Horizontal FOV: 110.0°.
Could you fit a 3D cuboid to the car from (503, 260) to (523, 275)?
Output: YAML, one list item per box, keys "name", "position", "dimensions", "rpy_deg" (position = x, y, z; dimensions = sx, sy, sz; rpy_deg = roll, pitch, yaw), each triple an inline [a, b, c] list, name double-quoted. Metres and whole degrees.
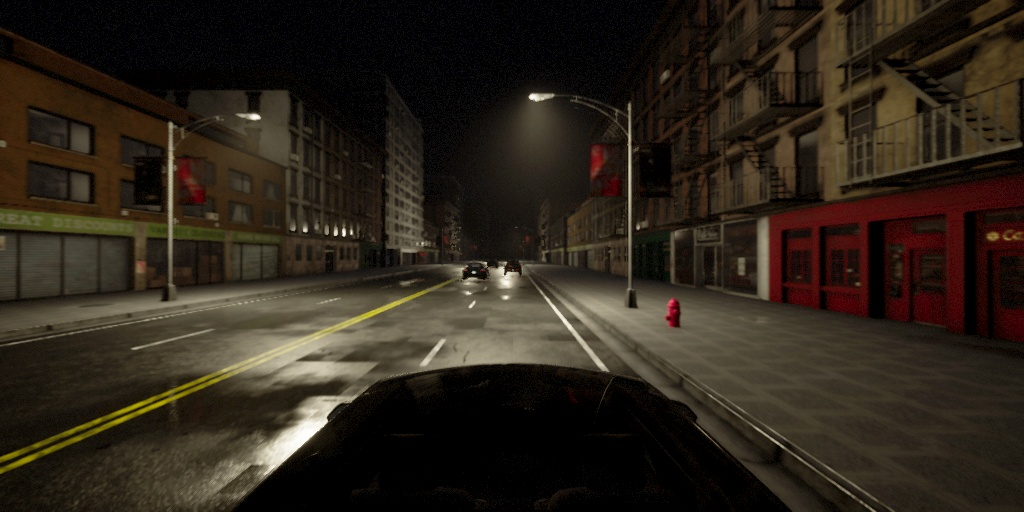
- name: "car"
  position: [0.095, 1.251, 39.649]
  dimensions: [1.837, 1.490, 4.892]
  rpy_deg: [0, 0, 0]

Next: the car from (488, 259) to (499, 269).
- name: "car"
  position: [-3.156, 1.256, 58.061]
  dimensions: [1.837, 1.490, 4.892]
  rpy_deg: [0, 0, 0]

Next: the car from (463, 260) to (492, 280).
- name: "car"
  position: [-3.153, 1.311, 31.757]
  dimensions: [1.994, 1.385, 4.181]
  rpy_deg: [0, 0, 0]
